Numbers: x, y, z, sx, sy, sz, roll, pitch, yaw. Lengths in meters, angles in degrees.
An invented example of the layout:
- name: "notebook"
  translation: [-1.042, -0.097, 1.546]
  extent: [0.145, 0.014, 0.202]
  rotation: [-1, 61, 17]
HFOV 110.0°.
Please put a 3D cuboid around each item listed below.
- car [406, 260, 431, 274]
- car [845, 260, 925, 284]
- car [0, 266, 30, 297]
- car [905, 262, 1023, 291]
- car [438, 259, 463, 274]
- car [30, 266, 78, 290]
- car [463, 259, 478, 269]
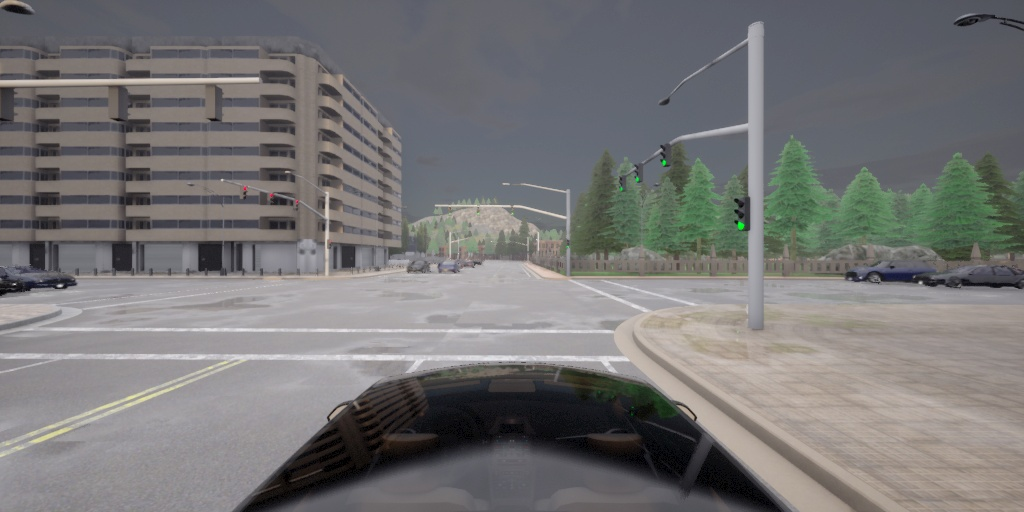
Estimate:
- name: "car"
  translation: [-10.610, 1.254, 40.989]
  extent: [1.837, 1.490, 4.892]
  rotation: [0, 0, 0]
- name: "car"
  translation: [26.239, 1.045, 24.930]
  extent: [4.553, 1.767, 2.097]
  rotation: [0, 0, 15]
- name: "car"
  translation: [-25.823, 1.242, 16.103]
  extent: [5.357, 1.411, 2.033]
  rotation: [0, 0, 0]
- name: "car"
  translation: [27.560, 1.241, 21.177]
  extent: [5.357, 1.411, 2.033]
  rotation: [0, 0, 17]
- name: "car"
  translation: [-7.112, 1.276, 40.724]
  extent: [1.812, 1.442, 4.674]
  rotation: [0, 0, 0]
- name: "car"
  translation: [-27.350, 1.242, 19.610]
  extent: [5.357, 1.411, 2.033]
  rotation: [0, 0, 0]
- name: "car"
  translation: [-7.106, 1.313, 57.296]
  extent: [1.994, 1.385, 4.181]
  rotation: [0, 0, 0]
